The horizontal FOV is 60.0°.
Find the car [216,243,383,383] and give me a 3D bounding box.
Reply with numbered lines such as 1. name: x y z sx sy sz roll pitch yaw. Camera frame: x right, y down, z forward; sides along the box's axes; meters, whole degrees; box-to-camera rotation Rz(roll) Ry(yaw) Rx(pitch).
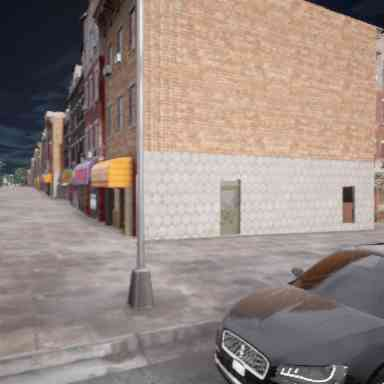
1. car: 2.631 1.512 4.361 4.892 1.490 1.837 1 1 -27
